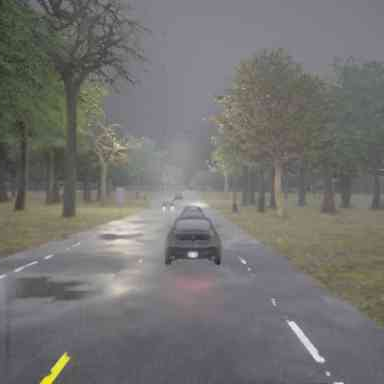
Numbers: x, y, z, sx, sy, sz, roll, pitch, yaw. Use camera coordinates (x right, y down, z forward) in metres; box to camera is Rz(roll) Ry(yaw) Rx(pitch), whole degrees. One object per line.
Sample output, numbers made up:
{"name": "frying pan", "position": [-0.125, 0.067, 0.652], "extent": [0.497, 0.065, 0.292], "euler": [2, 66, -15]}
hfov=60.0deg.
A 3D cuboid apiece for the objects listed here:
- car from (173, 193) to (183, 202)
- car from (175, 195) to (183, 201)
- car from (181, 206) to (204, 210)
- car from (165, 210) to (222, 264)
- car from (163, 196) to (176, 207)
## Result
{"name": "car", "position": [-3.347, 1.295, 81.450], "extent": [2.150, 2.045, 5.566], "euler": [0, 0, -2]}
{"name": "car", "position": [-3.483, 1.577, 88.952], "extent": [1.812, 1.442, 4.674], "euler": [0, 0, 0]}
{"name": "car", "position": [0.055, 1.824, 27.497], "extent": [1.994, 1.385, 4.181], "euler": [0, 0, 0]}
{"name": "car", "position": [0.050, 1.636, 12.364], "extent": [1.837, 1.490, 4.892], "euler": [0, 0, 1]}
{"name": "car", "position": [-4.153, 1.853, 58.173], "extent": [1.812, 1.442, 4.674], "euler": [0, 0, -4]}
